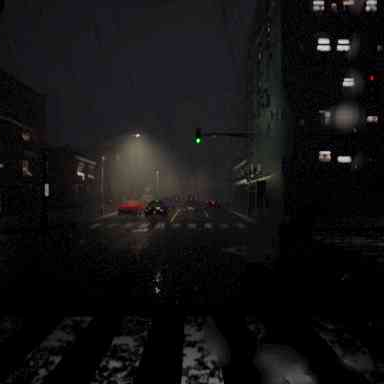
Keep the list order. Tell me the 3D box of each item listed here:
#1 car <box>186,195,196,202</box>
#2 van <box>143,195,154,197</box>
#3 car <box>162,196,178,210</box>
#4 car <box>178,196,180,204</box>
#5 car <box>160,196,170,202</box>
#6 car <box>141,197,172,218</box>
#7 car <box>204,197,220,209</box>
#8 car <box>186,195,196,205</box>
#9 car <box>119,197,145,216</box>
[{"bbox_3d":[-0.169,1.310,70.016,2.033,1.411,5.357,0,0,0],"label":"car"},{"bbox_3d":[-5.776,1.301,43.276,1.690,1.788,3.998,1,0,0],"label":"van"},{"bbox_3d":[-3.182,1.438,43.262,1.882,1.535,5.008,0,0,0],"label":"car"},{"bbox_3d":[-3.165,1.451,62.586,1.837,1.490,4.892,0,0,0],"label":"car"},{"bbox_3d":[-5.849,1.518,71.709,1.802,1.307,4.206,1,0,0],"label":"car"},{"bbox_3d":[-3.163,1.477,30.413,1.837,1.490,4.892,0,0,0],"label":"car"},{"bbox_3d":[2.601,1.400,43.357,1.967,1.590,4.097,1,0,0],"label":"car"},{"bbox_3d":[-0.143,1.493,59.590,2.033,1.411,5.357,0,0,0],"label":"car"},{"bbox_3d":[-5.830,1.515,31.906,1.887,1.381,4.507,1,0,0],"label":"car"}]
